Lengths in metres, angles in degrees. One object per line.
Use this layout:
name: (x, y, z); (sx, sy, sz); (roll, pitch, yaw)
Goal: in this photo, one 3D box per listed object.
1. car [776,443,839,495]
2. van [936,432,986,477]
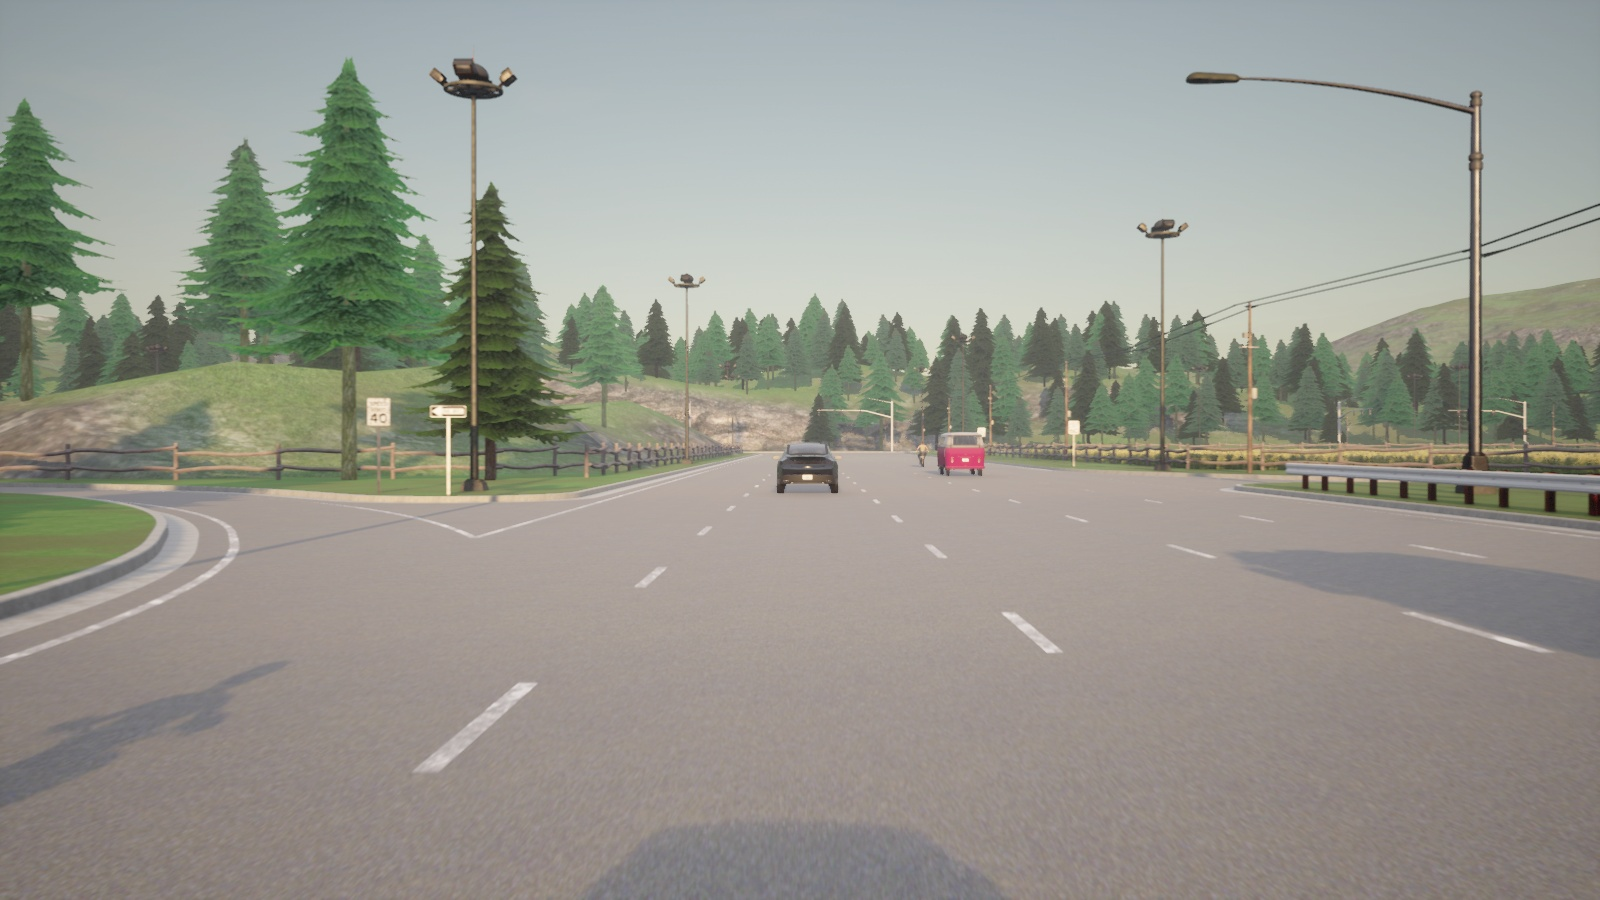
car: (0.231, 0.533, 38.788); (1.837, 1.490, 4.892); (0, 0, 0)
van: (7.336, 0.180, 57.598); (1.775, 1.987, 4.442); (0, 0, 0)
